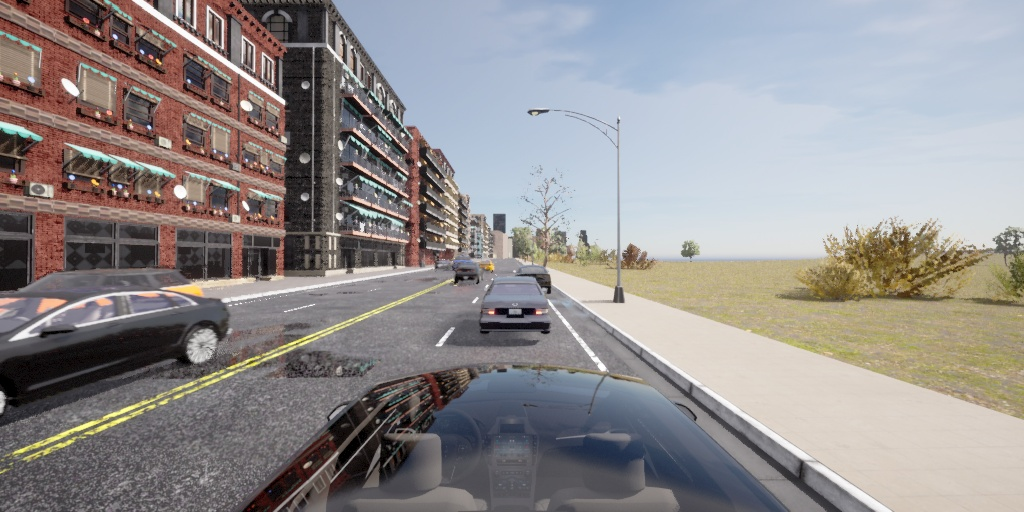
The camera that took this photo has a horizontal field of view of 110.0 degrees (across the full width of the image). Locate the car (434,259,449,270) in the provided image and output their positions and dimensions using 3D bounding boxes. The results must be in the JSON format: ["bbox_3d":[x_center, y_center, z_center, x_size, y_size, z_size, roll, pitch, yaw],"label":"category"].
[{"bbox_3d":[-9.919,1.242,51.781,2.128,1.511,4.902,0,0,0],"label":"car"}]

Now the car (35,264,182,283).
[{"bbox_3d":[-9.861,1.103,8.378,2.097,1.767,4.553,0,0,0],"label":"car"}]

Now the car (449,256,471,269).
[{"bbox_3d":[-6.666,0.972,48.384,2.150,2.045,5.566,0,0,0],"label":"car"}]

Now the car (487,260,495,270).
[{"bbox_3d":[-3.213,1.229,44.518,1.882,1.535,5.008,0,0,0],"label":"car"}]

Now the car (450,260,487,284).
[{"bbox_3d":[-3.189,1.255,27.164,1.837,1.490,4.892,0,-1,0],"label":"car"}]

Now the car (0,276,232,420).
[{"bbox_3d":[-6.607,1.242,5.212,2.128,1.511,4.902,0,0,0],"label":"car"}]

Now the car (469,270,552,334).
[{"bbox_3d":[0.089,1.299,10.597,2.033,1.411,5.357,0,0,0],"label":"car"}]

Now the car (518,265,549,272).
[{"bbox_3d":[1.109,1.230,20.361,1.882,1.535,5.008,0,0,0],"label":"car"}]
